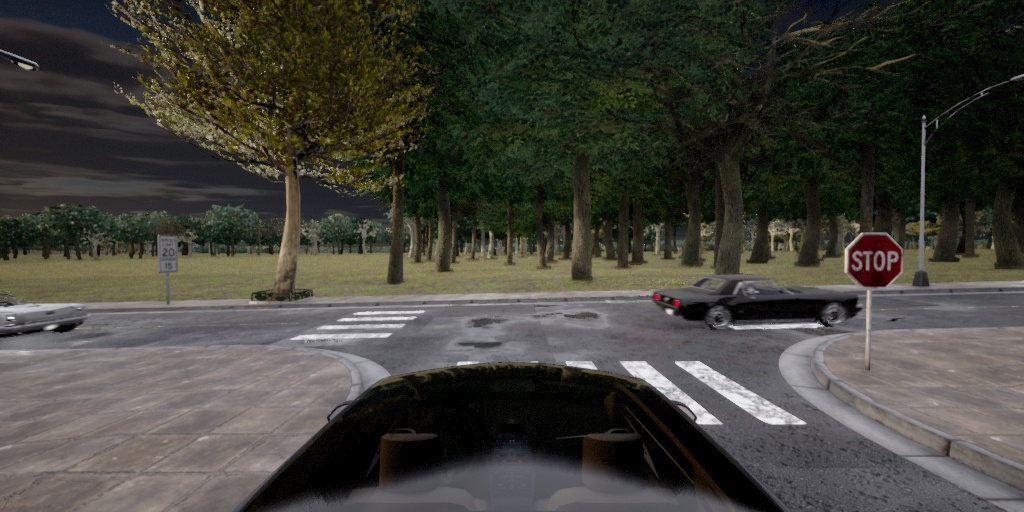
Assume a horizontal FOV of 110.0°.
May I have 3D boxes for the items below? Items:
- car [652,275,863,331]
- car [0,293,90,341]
[{"bbox_3d":[6.515,1.188,9.815,4.718,1.301,1.895,-1,1,0],"label":"car"},{"bbox_3d":[-14.840,1.694,9.817,4.718,1.301,1.895,-1,1,0],"label":"car"}]
